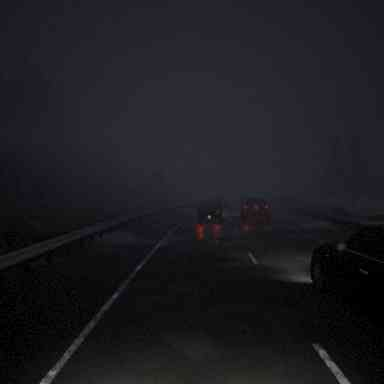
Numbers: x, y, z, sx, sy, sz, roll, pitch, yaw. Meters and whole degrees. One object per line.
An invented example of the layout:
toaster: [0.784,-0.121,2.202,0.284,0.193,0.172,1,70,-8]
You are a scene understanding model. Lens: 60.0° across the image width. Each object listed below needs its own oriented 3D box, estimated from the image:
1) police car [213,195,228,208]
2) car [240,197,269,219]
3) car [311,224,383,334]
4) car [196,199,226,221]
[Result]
police car: [3.674,1.228,43.296,1.930,1.638,5.238,0,0,9]
car: [5.195,1.227,27.911,2.097,1.767,4.553,0,0,6]
car: [3.743,1.328,5.806,2.097,1.767,4.553,0,0,1]
car: [1.455,1.482,25.878,1.895,1.301,4.718,0,0,6]
